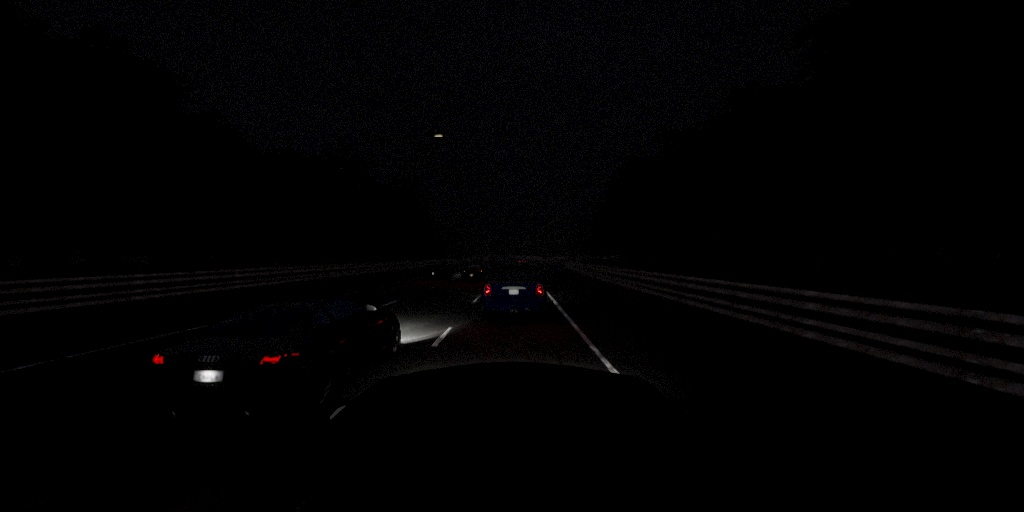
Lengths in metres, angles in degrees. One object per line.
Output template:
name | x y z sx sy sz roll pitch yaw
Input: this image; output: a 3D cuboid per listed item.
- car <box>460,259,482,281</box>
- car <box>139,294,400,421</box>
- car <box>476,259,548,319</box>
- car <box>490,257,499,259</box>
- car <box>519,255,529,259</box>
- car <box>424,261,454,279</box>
car | -2.985 1.256 29.367 1.812 1.442 4.674 0 0 2
car | -3.376 1.310 6.006 1.994 1.385 4.181 0 0 0
car | 0.078 1.098 12.912 2.097 1.767 4.553 0 0 1
car | -1.939 1.137 55.531 1.882 1.535 5.008 0 0 3
car | 1.813 1.129 62.819 2.128 1.511 4.902 0 0 3
car | -6.432 1.215 32.105 2.128 1.511 4.902 0 0 2
